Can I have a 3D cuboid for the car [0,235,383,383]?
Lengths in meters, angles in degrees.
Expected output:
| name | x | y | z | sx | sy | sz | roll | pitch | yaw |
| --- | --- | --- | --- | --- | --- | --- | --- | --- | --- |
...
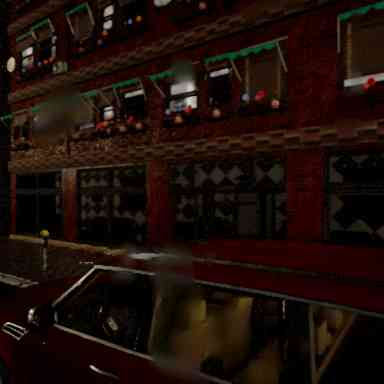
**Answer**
| name | x | y | z | sx | sy | sz | roll | pitch | yaw |
| --- | --- | --- | --- | --- | --- | --- | --- | --- | --- |
| car | 0.083 | 1.324 | 2.812 | 5.009 | 1.841 | 2.192 | 0 | 0 | 35 |
